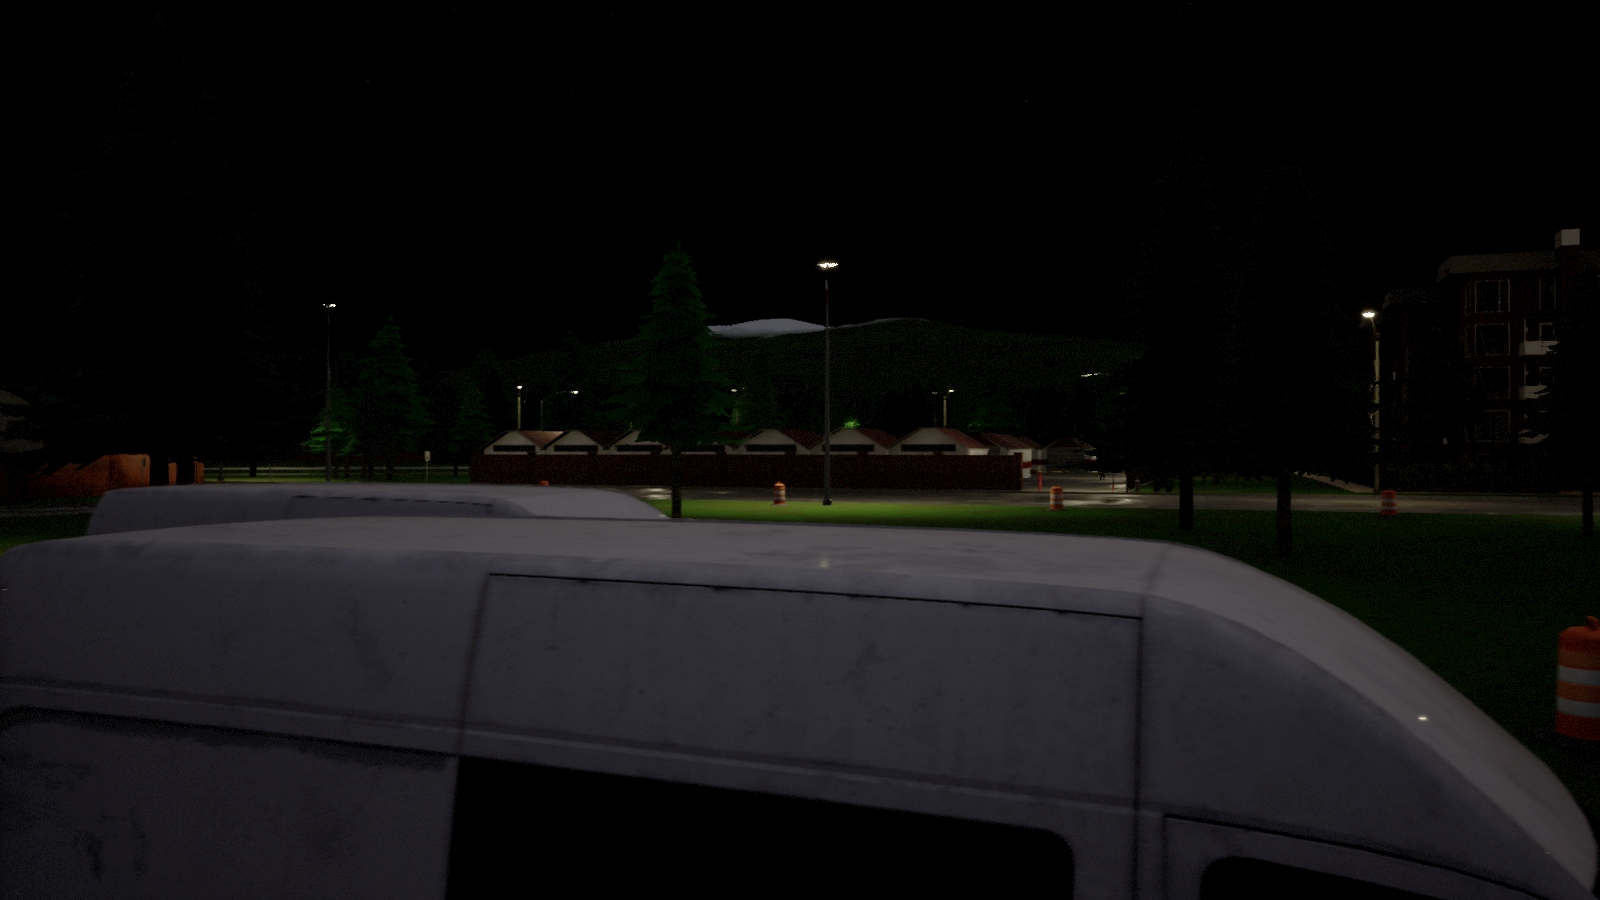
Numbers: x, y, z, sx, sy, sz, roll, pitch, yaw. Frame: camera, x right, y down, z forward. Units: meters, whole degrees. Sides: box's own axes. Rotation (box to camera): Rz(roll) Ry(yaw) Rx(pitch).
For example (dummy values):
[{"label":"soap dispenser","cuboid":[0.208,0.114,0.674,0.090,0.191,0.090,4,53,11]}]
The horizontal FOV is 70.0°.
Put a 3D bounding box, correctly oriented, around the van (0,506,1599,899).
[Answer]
[{"label":"van","cuboid":[0.429,1.534,3.148,5.915,2.561,1.988,0,0,20]}]
